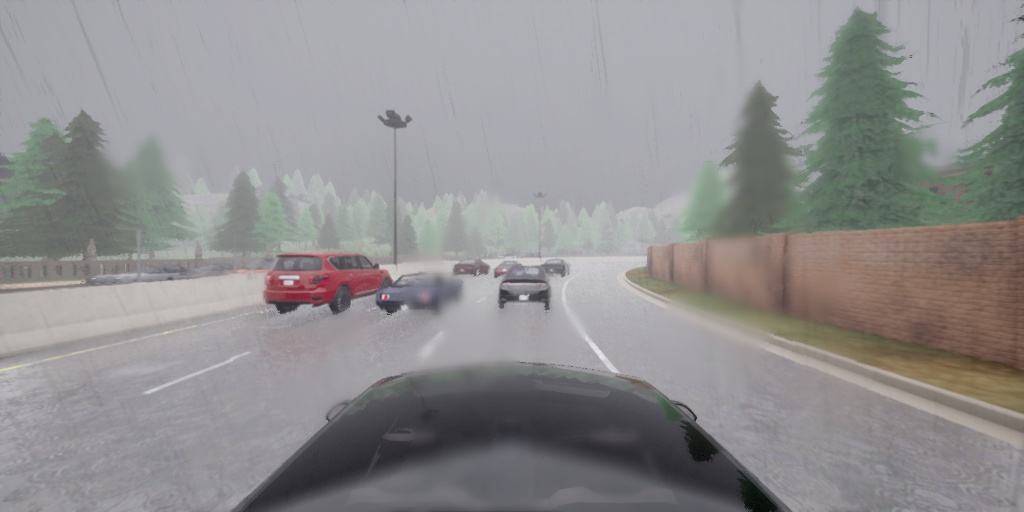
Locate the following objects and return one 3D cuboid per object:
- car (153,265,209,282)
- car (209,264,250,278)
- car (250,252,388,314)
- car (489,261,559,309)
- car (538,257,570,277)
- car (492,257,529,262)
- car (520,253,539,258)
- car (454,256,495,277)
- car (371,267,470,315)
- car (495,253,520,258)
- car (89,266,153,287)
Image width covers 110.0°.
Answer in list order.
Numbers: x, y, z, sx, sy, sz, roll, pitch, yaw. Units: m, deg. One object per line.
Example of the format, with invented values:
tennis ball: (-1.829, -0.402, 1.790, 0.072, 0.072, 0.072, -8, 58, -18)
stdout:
car: (-16.543, 1.161, 19.847, 1.994, 1.385, 4.181, 0, 1, 8)
car: (-13.085, 0.954, 19.310, 2.097, 1.767, 4.553, 0, 0, 8)
car: (-6.502, 0.872, 13.466, 2.150, 2.045, 5.566, 0, 1, 4)
car: (0.609, 1.133, 14.187, 2.128, 1.511, 4.902, 0, 1, 5)
car: (3.887, 0.972, 31.147, 1.882, 1.535, 5.008, 0, 0, 16)
car: (-0.055, 1.069, 30.029, 1.994, 1.385, 4.181, 0, 0, 15)
car: (2.739, 0.448, 62.081, 2.150, 2.045, 5.566, 0, 1, 33)
car: (-3.380, 0.973, 31.184, 1.882, 1.535, 5.008, 0, 0, 15)
car: (-3.035, 1.254, 13.023, 1.895, 1.301, 4.718, 0, 0, 4)
car: (-1.446, 0.448, 62.086, 2.150, 2.045, 5.566, 0, 1, 32)
car: (-20.104, 1.197, 20.122, 1.895, 1.301, 4.718, 0, 1, 7)
